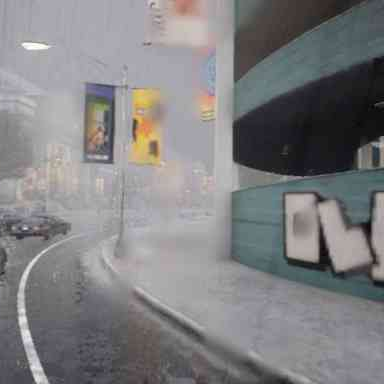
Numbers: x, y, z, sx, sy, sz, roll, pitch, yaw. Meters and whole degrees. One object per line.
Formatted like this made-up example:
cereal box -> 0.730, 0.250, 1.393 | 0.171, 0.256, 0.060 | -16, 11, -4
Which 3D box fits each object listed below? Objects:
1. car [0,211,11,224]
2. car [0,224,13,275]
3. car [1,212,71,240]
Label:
car -> -12.465, 2.006, 21.875 | 2.128, 1.511, 4.902 | 1, -2, 0
car -> -6.112, 1.750, 8.639 | 1.994, 1.385, 4.181 | 2, -2, -23
car -> -9.007, 2.074, 20.221 | 2.033, 1.411, 5.357 | 1, -2, -3
